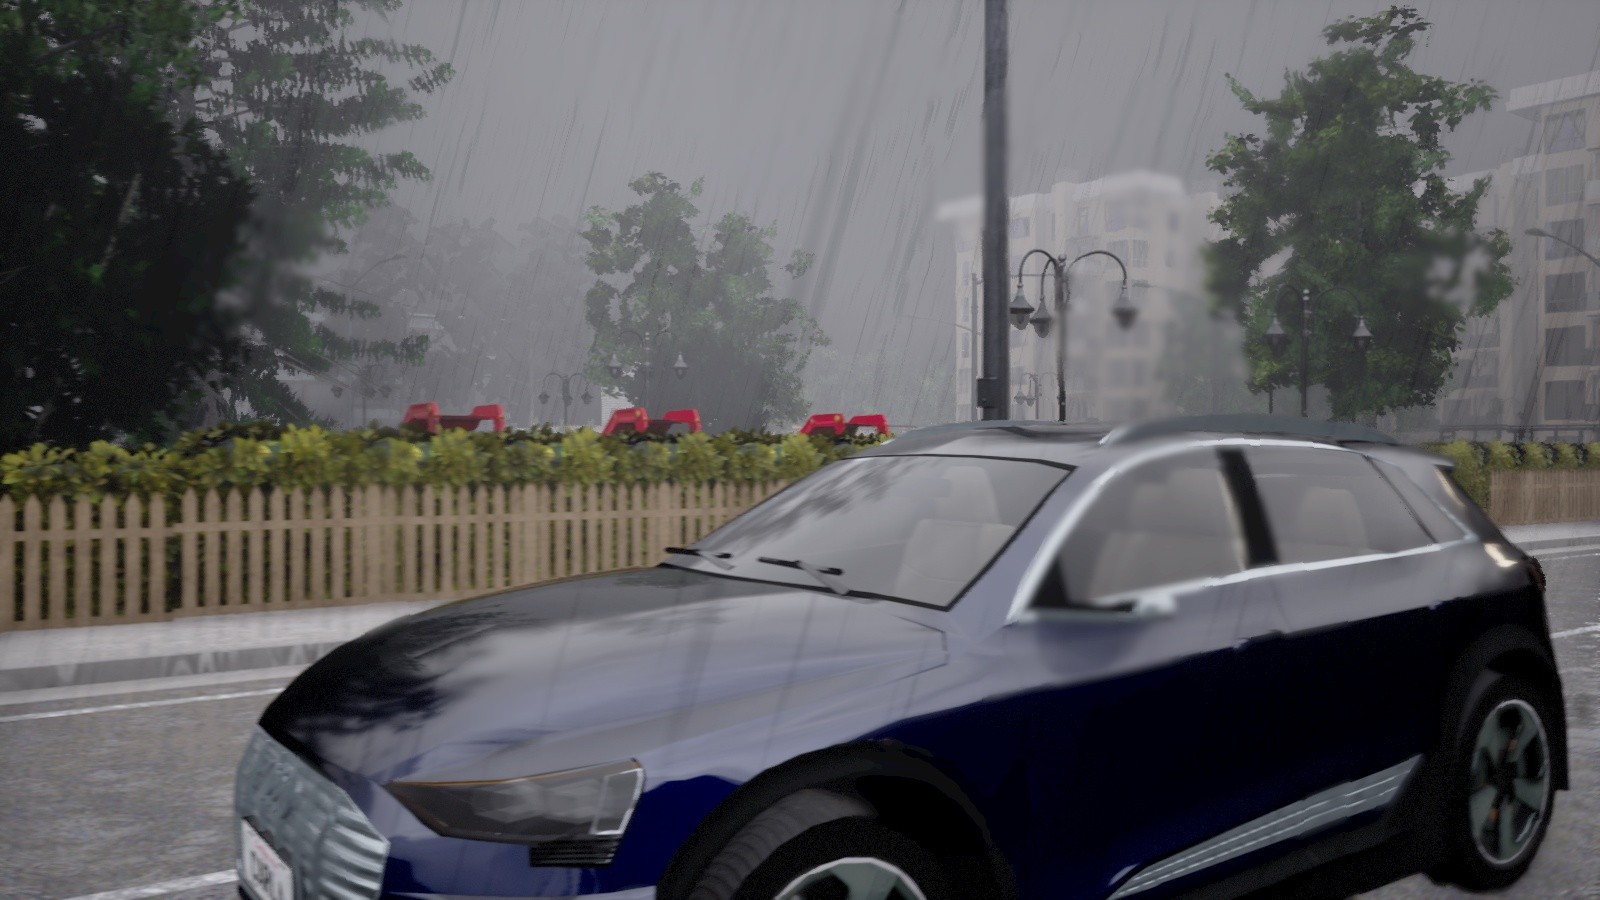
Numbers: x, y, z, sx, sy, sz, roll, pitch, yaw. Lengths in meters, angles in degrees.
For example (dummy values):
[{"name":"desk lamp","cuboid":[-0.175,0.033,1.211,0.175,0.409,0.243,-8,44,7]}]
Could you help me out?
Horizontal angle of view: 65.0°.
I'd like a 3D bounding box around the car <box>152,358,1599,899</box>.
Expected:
[{"name":"car","cuboid":[0.704,0.684,4.202,4.856,1.649,2.033,0,0,-36]}]
